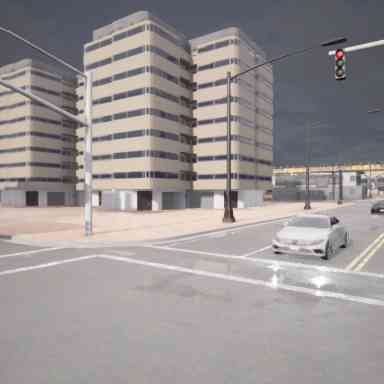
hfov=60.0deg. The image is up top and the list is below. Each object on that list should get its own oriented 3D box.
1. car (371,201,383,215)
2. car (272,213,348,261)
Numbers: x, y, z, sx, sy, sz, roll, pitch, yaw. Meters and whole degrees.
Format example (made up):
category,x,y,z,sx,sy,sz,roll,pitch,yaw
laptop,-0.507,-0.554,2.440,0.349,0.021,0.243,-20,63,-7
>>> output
category,x,y,z,sx,sy,sz,roll,pitch,yaw
car,19.155,1.563,33.161,1.994,1.385,4.181,0,0,35
car,4.638,1.539,12.642,1.812,1.442,4.674,0,0,35
